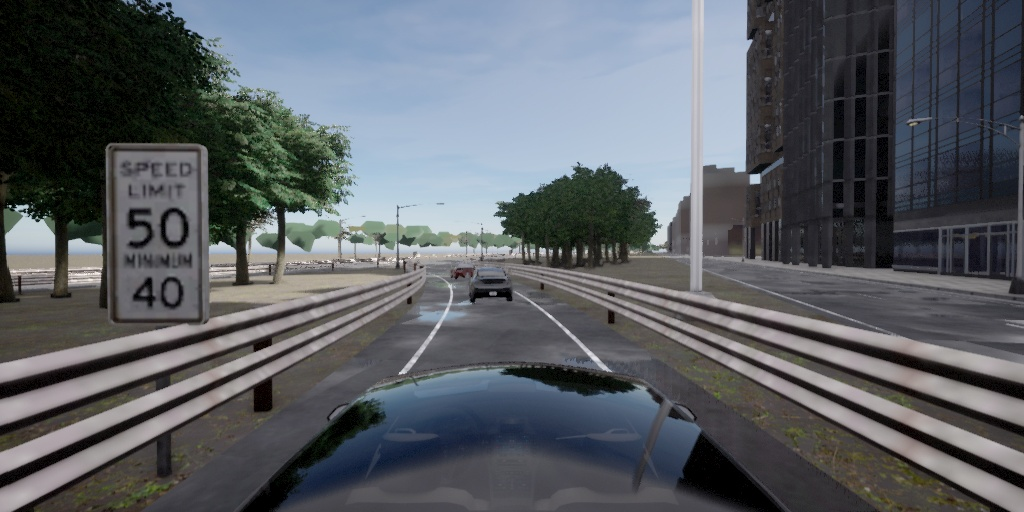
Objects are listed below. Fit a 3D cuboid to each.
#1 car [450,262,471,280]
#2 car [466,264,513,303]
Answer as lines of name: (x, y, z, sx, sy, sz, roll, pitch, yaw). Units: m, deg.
car: (-4.388, 1.296, 32.080, 1.882, 1.535, 5.008, 0, 0, -16)
car: (-1.105, 1.286, 16.948, 1.837, 1.490, 4.892, 0, 0, -8)
